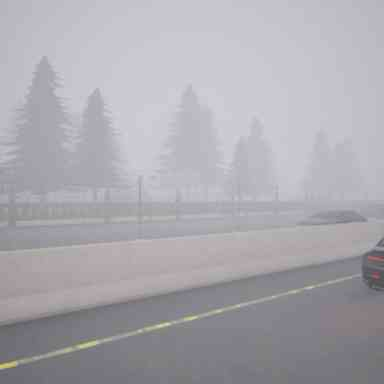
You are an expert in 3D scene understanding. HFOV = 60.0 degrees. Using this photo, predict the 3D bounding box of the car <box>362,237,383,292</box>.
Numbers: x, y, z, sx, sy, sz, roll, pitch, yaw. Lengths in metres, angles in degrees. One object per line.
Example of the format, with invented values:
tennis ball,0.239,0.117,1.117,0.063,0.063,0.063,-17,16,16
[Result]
car,5.996,1.602,8.020,4.892,1.490,1.837,1,0,-35

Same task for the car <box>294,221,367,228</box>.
car,7.556,1.674,17.975,4.892,1.490,1.837,1,0,-35
